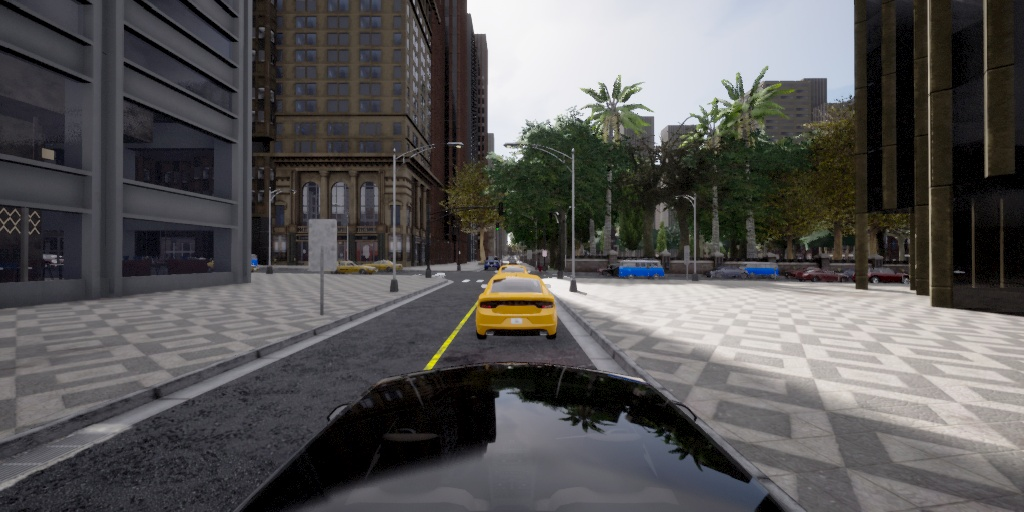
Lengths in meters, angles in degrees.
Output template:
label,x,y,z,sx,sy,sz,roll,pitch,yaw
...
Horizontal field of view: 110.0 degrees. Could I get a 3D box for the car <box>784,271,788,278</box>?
label,x,y,z,sx,sy,sz,roll,pitch,yaw
car,34.077,1.933,41.532,4.507,1.381,1.888,0,0,0

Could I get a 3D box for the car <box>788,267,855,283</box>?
label,x,y,z,sx,sy,sz,roll,pitch,yaw
car,28.512,1.830,33.041,4.207,1.307,1.802,0,0,0

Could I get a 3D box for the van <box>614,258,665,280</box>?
label,x,y,z,sx,sy,sz,roll,pitch,yaw
van,11.942,1.315,33.144,3.998,1.789,1.690,0,0,0

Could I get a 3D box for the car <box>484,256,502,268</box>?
label,x,y,z,sx,sy,sz,roll,pitch,yaw
car,-2.975,1.035,54.550,2.150,2.045,5.566,0,0,0

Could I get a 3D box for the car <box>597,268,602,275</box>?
label,x,y,z,sx,sy,sz,roll,pitch,yaw
car,11.984,1.605,41.669,4.207,1.307,1.802,0,0,0

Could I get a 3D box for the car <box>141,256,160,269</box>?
label,x,y,z,sx,sy,sz,roll,pitch,yaw
car,-41.339,0.684,39.345,5.357,1.411,2.033,1,0,0

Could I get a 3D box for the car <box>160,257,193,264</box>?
label,x,y,z,sx,sy,sz,roll,pitch,yaw
car,-37.782,0.775,41.978,4.313,1.339,1.948,0,0,0

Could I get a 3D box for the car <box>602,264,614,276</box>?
label,x,y,z,sx,sy,sz,roll,pitch,yaw
car,13.090,1.248,39.005,5.566,2.045,2.150,1,0,0

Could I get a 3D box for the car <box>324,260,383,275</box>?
label,x,y,z,sx,sy,sz,roll,pitch,yaw
car,-14.975,1.053,33.311,4.829,1.417,1.751,0,0,0

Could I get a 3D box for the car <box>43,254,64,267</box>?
label,x,y,z,sx,sy,sz,roll,pitch,yaw
car,-43.497,0.509,33.488,4.097,1.591,1.967,0,0,0

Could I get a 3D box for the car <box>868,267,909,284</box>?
label,x,y,z,sx,sy,sz,roll,pitch,yaw
car,34.036,1.778,33.006,4.097,1.591,1.967,0,0,0

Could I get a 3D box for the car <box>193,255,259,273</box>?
label,x,y,z,sx,sy,sz,roll,pitch,yaw
car,-26.315,0.868,33.382,4.829,1.417,1.751,0,0,0

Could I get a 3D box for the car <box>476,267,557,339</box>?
label,x,y,z,sx,sy,sz,roll,pitch,yaw
car,0.112,1.230,10.095,1.882,1.535,5.008,0,0,0

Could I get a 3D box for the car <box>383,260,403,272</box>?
label,x,y,z,sx,sy,sz,roll,pitch,yaw
car,-15.272,1.102,41.838,4.829,1.417,1.751,0,0,0

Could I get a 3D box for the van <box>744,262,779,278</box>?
label,x,y,z,sx,sy,sz,roll,pitch,yaw
van,28.554,1.637,41.566,3.998,1.789,1.690,0,0,0

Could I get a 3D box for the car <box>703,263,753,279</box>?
label,x,y,z,sx,sy,sz,roll,pitch,yaw
car,23.171,1.757,38.931,4.181,1.385,1.994,1,0,1

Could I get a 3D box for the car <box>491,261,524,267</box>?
label,x,y,z,sx,sy,sz,roll,pitch,yaw
car,0.042,1.235,20.155,1.882,1.535,5.008,0,0,0
